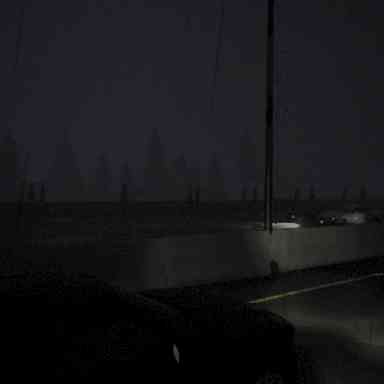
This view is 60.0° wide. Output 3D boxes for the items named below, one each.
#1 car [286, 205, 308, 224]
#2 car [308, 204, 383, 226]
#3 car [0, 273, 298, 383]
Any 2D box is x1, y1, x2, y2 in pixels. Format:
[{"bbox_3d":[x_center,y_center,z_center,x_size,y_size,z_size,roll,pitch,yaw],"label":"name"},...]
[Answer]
[{"bbox_3d":[9.091,1.593,24.663,4.181,1.385,1.994,0,0,-23],"label":"car"},{"bbox_3d":[10.106,1.554,21.329,4.674,1.442,1.812,0,0,-23],"label":"car"},{"bbox_3d":[-1.181,1.469,2.756,5.008,1.535,1.882,0,0,-36],"label":"car"}]
